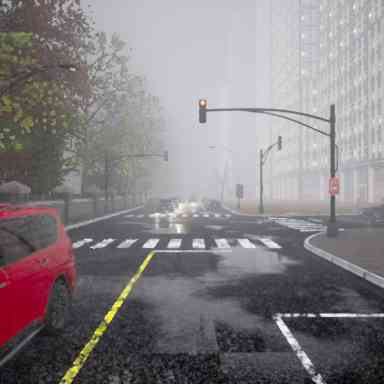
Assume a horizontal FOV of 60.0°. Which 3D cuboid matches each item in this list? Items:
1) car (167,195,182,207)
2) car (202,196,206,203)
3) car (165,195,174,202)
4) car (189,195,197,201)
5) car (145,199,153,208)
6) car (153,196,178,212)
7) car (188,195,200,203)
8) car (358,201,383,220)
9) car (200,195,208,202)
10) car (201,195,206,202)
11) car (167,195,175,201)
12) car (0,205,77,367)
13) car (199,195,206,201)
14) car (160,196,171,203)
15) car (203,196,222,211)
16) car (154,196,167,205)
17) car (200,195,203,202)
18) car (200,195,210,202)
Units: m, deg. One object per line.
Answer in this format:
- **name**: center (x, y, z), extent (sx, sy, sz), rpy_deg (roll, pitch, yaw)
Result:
- **car**: center (-2.968, 1.527, 50.034), extent (1.837, 1.490, 4.892), rpy_deg (0, 0, 0)
- **car**: center (2.811, 1.585, 47.189), extent (1.947, 1.339, 4.313), rpy_deg (0, 0, 0)
- **car**: center (-5.483, 1.501, 81.004), extent (1.967, 1.590, 4.097), rpy_deg (0, 0, 0)
- **car**: center (0.200, 1.432, 78.849), extent (1.837, 1.490, 4.892), rpy_deg (0, 0, 0)
- **car**: center (-5.570, 1.601, 47.210), extent (1.802, 1.307, 4.206), rpy_deg (0, 0, 0)
- **car**: center (-3.002, 1.518, 38.251), extent (1.837, 1.490, 4.892), rpy_deg (0, 0, 0)
- **car**: center (0.174, 1.644, 68.879), extent (1.895, 1.301, 4.718), rpy_deg (0, 0, 0)
- **car**: center (14.870, 1.259, 24.737), extent (4.674, 1.442, 1.812), rpy_deg (-1, 0, 0)
- **car**: center (2.898, 1.501, 80.983), extent (1.967, 1.590, 4.097), rpy_deg (0, 0, 0)
- **car**: center (2.825, 1.590, 52.822), extent (1.947, 1.339, 4.313), rpy_deg (0, 0, 0)
- **car**: center (-5.469, 1.614, 86.636), extent (1.887, 1.381, 4.507), rpy_deg (0, 0, 0)
- **car**: center (-3.105, 1.223, 3.669), extent (2.150, 2.045, 5.566), rpy_deg (0, 0, 0)
- **car**: center (2.926, 1.630, 92.247), extent (2.008, 1.369, 4.403), rpy_deg (0, 0, 0)
- **car**: center (-5.512, 1.569, 69.571), extent (1.752, 1.417, 4.829), rpy_deg (0, 0, 0)
- **car**: center (2.796, 1.581, 41.556), extent (1.947, 1.339, 4.313), rpy_deg (0, 0, 0)
- **car**: center (-5.540, 1.470, 58.476), extent (1.967, 1.590, 4.097), rpy_deg (0, 0, 0)
- **car**: center (2.869, 1.588, 69.719), extent (1.887, 1.381, 4.507), rpy_deg (0, 0, 0)
- **car**: center (2.883, 1.492, 75.351), extent (1.967, 1.590, 4.097), rpy_deg (0, 0, 0)
